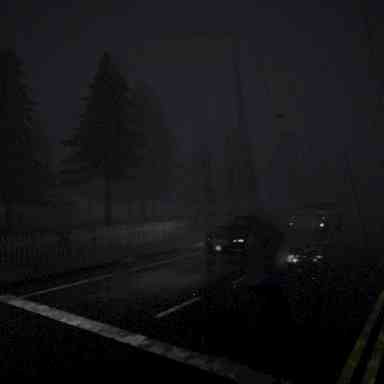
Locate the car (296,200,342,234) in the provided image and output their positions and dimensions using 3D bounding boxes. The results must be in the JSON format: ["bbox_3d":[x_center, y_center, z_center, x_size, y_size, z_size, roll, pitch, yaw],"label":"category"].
[{"bbox_3d":[8.355,1.536,22.039,2.150,2.045,5.566,-2,-1,36],"label":"car"}]

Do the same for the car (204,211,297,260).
[{"bbox_3d":[2.350,1.726,13.714,2.128,1.511,4.902,-2,-1,36],"label":"car"}]
